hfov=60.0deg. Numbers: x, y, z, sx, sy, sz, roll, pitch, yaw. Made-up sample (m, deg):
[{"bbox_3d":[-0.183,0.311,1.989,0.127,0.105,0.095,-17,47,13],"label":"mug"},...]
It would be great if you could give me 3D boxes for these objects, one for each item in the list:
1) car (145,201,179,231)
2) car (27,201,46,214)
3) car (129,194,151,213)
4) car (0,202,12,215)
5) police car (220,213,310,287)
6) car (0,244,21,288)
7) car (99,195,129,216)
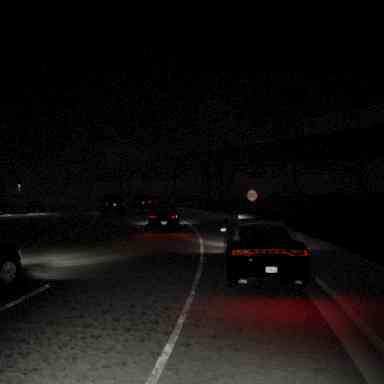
[{"bbox_3d":[-1.775,1.543,20.812,1.812,1.442,4.674,0,0,-5],"label":"car"},{"bbox_3d":[-18.445,1.773,39.277,2.033,1.411,5.357,-1,0,-29],"label":"car"},{"bbox_3d":[-6.335,1.287,38.735,2.150,2.045,5.566,-1,0,-23],"label":"car"},{"bbox_3d":[-21.403,1.814,37.415,2.033,1.411,5.357,-1,0,-29],"label":"car"},{"bbox_3d":[1.861,1.420,9.527,1.930,1.638,5.238,0,0,4],"label":"police car"},{"bbox_3d":[-5.481,1.486,6.404,1.882,1.535,5.008,0,0,9],"label":"car"},{"bbox_3d":[-8.166,1.307,33.831,2.150,2.045,5.566,0,0,-19],"label":"car"}]
